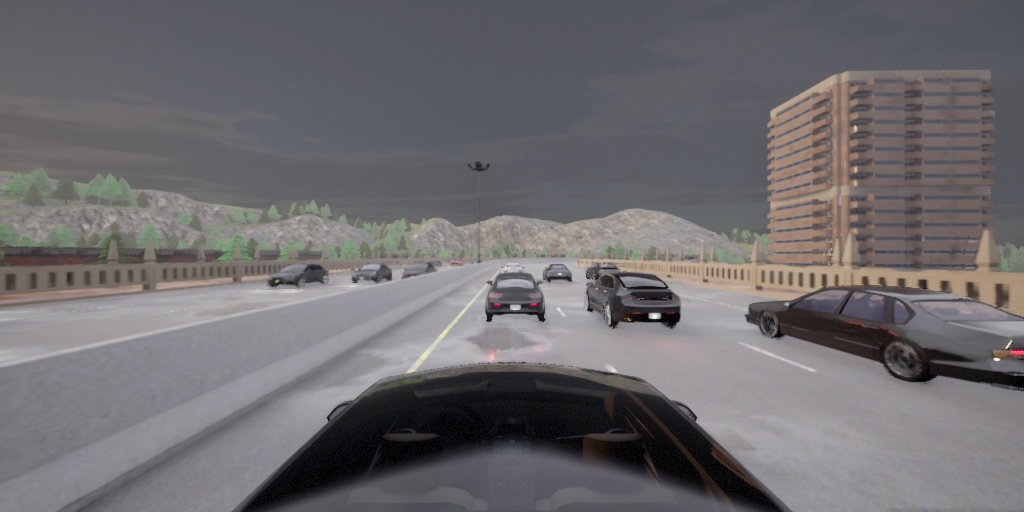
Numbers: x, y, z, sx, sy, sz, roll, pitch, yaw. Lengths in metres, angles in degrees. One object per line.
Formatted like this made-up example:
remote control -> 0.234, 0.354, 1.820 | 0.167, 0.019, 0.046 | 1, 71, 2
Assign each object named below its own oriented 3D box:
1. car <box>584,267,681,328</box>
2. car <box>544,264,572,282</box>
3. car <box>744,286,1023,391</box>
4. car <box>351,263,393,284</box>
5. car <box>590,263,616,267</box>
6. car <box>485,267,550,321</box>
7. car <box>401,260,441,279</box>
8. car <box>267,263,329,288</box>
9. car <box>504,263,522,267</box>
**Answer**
car -> 3.598, 1.259, 11.455 | 1.837, 1.490, 4.892 | 0, 0, 0
car -> 3.596, 1.324, 28.964 | 1.994, 1.385, 4.181 | 0, 0, 0
car -> 7.099, 1.299, 7.041 | 2.033, 1.411, 5.357 | 0, 0, 0
car -> -10.596, 1.285, 27.562 | 1.812, 1.442, 4.674 | 0, 0, 0
car -> 7.096, 1.251, 28.288 | 2.128, 1.511, 4.902 | 0, 0, 0
car -> 0.099, 1.280, 12.405 | 1.812, 1.442, 4.674 | 0, 0, 0
car -> -7.101, 1.265, 27.861 | 1.837, 1.490, 4.892 | 0, 0, 0
car -> -14.101, 1.263, 23.943 | 1.837, 1.490, 4.892 | 0, 0, 0
car -> 0.083, 1.286, 29.476 | 1.812, 1.442, 4.674 | 0, 0, 0
